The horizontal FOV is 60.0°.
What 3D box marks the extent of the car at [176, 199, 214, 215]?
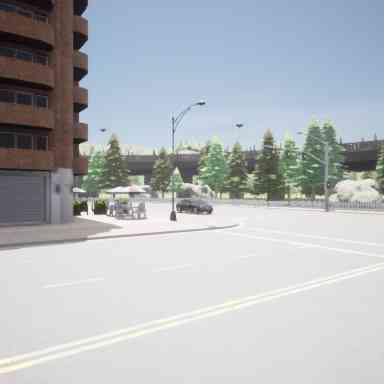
[{"bbox_3d":[0.215,1.449,33.960,1.837,1.490,4.892,0,0,-36],"label":"car"}]
